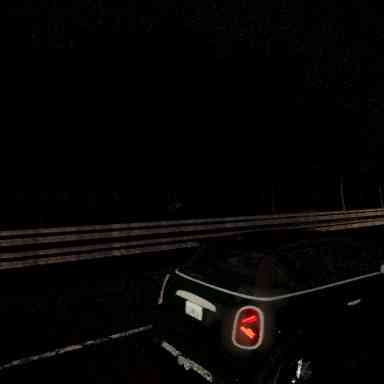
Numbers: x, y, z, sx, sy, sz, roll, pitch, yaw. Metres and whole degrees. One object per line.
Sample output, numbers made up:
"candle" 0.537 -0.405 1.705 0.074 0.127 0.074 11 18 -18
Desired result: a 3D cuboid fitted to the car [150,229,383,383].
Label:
"car" 1.738 1.353 5.000 4.553 1.767 2.097 0 0 -36
